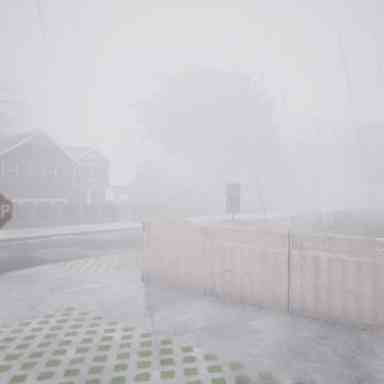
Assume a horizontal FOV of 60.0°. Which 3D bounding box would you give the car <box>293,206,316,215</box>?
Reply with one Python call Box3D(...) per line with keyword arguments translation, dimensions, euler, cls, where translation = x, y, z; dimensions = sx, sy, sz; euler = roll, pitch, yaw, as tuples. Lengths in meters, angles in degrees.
Box3D(translation=(15.550, 2.643, 45.856), dimensions=(1.994, 1.385, 4.181), euler=(1, -1, 36), cls="car")
